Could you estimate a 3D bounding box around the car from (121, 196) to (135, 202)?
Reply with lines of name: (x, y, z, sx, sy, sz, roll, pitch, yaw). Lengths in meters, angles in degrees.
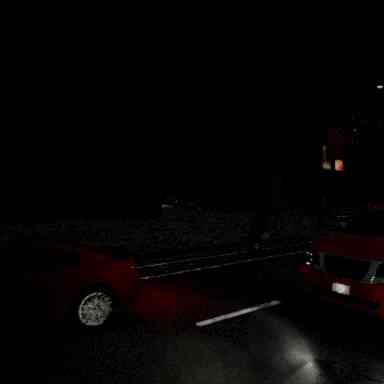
car: (-16.340, 1.780, 84.926, 1.887, 1.381, 4.507, -1, 1, -36)

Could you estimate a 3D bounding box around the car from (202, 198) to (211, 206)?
car: (2.576, 1.646, 58.436, 1.887, 1.381, 4.507, -1, 1, -36)

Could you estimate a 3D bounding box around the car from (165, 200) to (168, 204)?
car: (-2.541, 1.512, 60.889, 2.097, 1.767, 4.553, -1, 1, -35)

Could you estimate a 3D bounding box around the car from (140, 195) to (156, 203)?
car: (-10.036, 1.628, 76.095, 1.967, 1.590, 4.097, -1, 1, -36)

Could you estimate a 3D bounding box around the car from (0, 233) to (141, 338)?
car: (-3.281, 1.478, 5.333, 5.008, 1.535, 1.882, 0, 0, -35)

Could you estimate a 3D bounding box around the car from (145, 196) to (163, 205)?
car: (-7.142, 1.707, 62.134, 2.128, 1.511, 4.902, -1, 0, -36)

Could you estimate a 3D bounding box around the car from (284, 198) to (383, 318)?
car: (4.675, 1.226, 7.002, 5.566, 2.045, 2.150, 0, 0, -35)

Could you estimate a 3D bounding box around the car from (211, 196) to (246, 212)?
car: (5.090, 1.477, 40.239, 2.192, 1.841, 5.009, -1, 1, -36)

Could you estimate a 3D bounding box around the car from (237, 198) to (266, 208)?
car: (8.882, 1.643, 49.606, 1.802, 1.307, 4.206, -1, 1, -36)

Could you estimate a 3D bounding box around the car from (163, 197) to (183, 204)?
car: (-3.828, 1.669, 67.404, 1.752, 1.417, 4.829, -1, 1, -36)

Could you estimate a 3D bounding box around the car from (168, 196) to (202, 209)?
car: (-1.114, 1.725, 48.934, 1.752, 1.417, 4.829, -1, 1, -36)

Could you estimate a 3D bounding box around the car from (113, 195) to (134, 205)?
car: (-13.828, 1.600, 66.734, 2.192, 1.841, 5.009, -1, 1, -36)

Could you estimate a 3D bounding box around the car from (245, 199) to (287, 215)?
car: (8.247, 1.708, 35.825, 1.947, 1.339, 4.313, -1, 1, -36)

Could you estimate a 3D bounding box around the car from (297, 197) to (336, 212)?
car: (15.184, 1.463, 40.775, 1.967, 1.590, 4.097, -1, 1, -36)

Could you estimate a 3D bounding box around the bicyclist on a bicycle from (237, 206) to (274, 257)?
bicyclist on a bicycle: (2.272, 1.374, 11.873, 1.843, 1.776, 0.659, 0, 0, -35)

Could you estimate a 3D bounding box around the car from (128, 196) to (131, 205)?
car: (-10.671, 1.844, 62.320, 1.802, 1.307, 4.206, -1, 1, -36)
